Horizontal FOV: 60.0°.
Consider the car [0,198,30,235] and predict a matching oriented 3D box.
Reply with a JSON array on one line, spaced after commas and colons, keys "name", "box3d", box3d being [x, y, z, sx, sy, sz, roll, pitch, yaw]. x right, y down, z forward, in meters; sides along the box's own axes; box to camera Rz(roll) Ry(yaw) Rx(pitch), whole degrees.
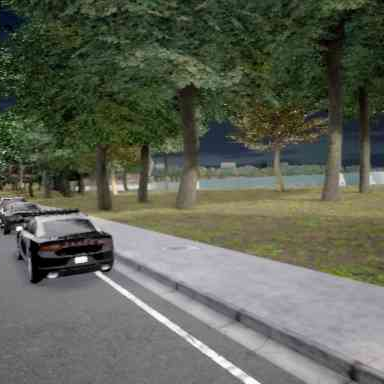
[{"name": "car", "box3d": [-9.193, 1.323, 17.992, 1.837, 1.490, 4.892, -2, 1, -32]}]

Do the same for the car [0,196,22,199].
[{"name": "car", "box3d": [-12.404, 1.144, 23.026, 2.097, 1.767, 4.553, -2, 1, -32]}]

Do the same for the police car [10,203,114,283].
[{"name": "police car", "box3d": [-3.880, 1.304, 9.649, 1.930, 1.638, 5.238, -2, 1, -32]}]
